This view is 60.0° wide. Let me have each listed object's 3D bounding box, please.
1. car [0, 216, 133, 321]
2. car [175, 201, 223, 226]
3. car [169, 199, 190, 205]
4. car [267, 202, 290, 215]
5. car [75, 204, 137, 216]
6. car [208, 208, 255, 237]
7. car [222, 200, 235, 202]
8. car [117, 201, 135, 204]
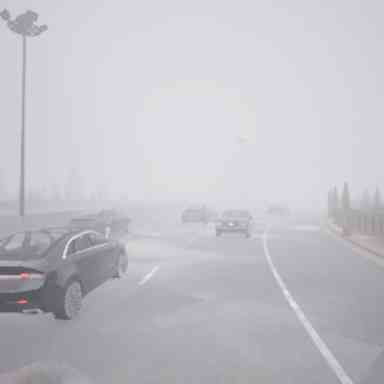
[{"bbox_3d":[-2.882,1.528,7.404,2.128,1.511,4.902,0,0,5],"label":"car"},{"bbox_3d":[0.687,1.691,25.148,2.128,1.511,4.902,0,-1,17],"label":"car"},{"bbox_3d":[-1.867,1.860,53.323,2.097,1.767,4.553,0,-1,32],"label":"car"},{"bbox_3d":[10.121,1.892,38.795,1.812,1.442,4.674,0,-1,28],"label":"car"},{"bbox_3d":[-4.790,1.619,18.000,1.837,1.490,4.892,0,-1,12],"label":"car"},{"bbox_3d":[2.570,1.700,19.221,2.033,1.411,5.357,0,-1,14],"label":"car"},{"bbox_3d":[6.071,2.117,58.765,1.837,1.490,4.892,0,-1,37],"label":"car"},{"bbox_3d":[-9.514,1.969,46.838,1.994,1.385,4.181,0,-1,28],"label":"car"}]
